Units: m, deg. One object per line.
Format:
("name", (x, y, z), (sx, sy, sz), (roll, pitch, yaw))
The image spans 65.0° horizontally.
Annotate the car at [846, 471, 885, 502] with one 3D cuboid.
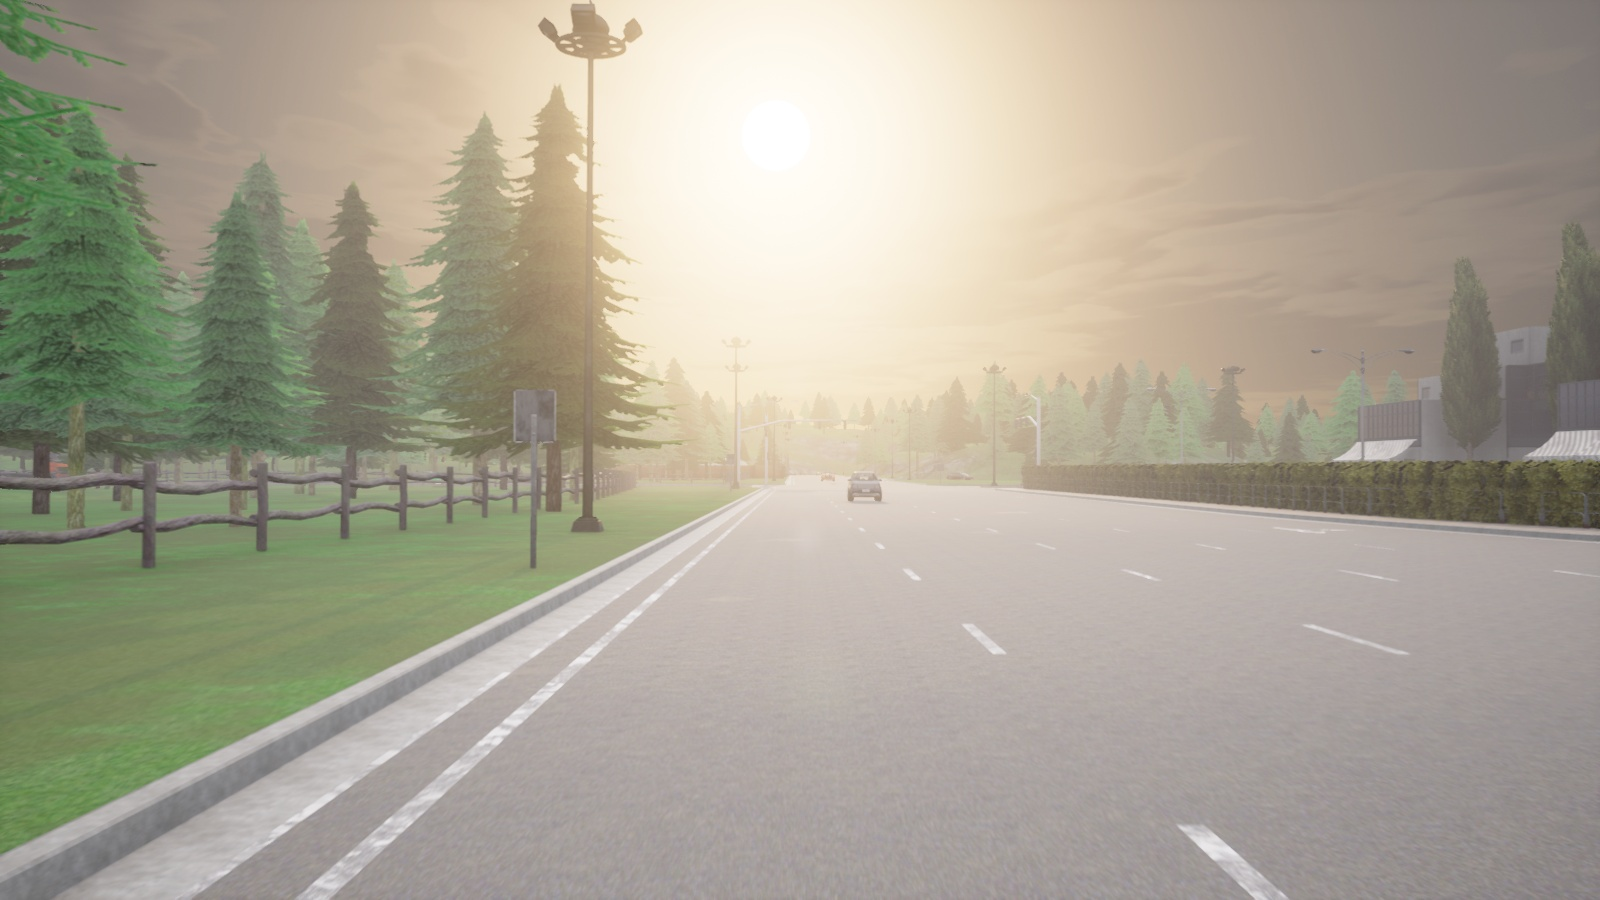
("car", (3.349, 1.866, 64.913), (1.789, 1.549, 3.705), (0, -1, 0))
